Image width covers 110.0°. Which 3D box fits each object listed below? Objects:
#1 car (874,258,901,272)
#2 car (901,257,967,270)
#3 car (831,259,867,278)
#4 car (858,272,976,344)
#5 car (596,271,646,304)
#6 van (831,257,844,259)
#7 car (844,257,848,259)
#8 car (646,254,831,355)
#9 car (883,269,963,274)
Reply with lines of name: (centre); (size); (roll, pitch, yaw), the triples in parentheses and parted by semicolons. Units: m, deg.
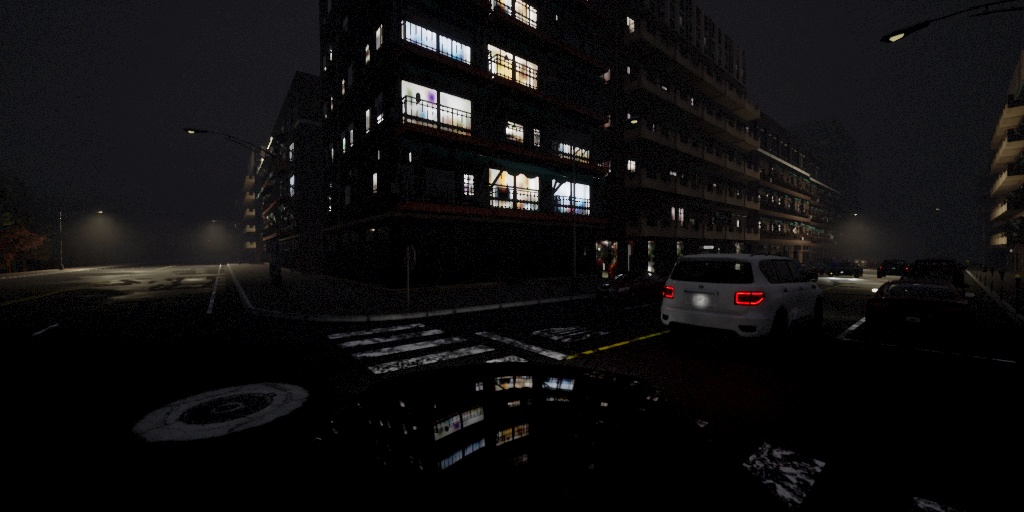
car: (34.645, 1.091, 32.336); (4.553, 1.767, 2.097); (0, 0, -39)
car: (23.685, 1.063, 20.028); (5.009, 1.841, 2.192); (0, 0, -39)
car: (31.270, 1.292, 33.559); (4.181, 1.385, 1.994); (0, 0, -39)
car: (10.788, 1.297, 9.501); (4.507, 1.381, 1.888); (0, 0, -39)
car: (5.511, 1.306, 15.969); (4.207, 1.307, 1.802); (0, 0, -39)
van: (35.974, 1.060, 40.852); (3.998, 1.789, 1.690); (0, 0, -39)
car: (40.343, 1.034, 44.454); (5.009, 1.841, 2.192); (0, 0, -39)
car: (5.920, 0.965, 8.993); (5.566, 2.045, 2.150); (0, 0, -39)
car: (14.911, 1.316, 12.865); (4.313, 1.339, 1.948); (0, 0, -39)
